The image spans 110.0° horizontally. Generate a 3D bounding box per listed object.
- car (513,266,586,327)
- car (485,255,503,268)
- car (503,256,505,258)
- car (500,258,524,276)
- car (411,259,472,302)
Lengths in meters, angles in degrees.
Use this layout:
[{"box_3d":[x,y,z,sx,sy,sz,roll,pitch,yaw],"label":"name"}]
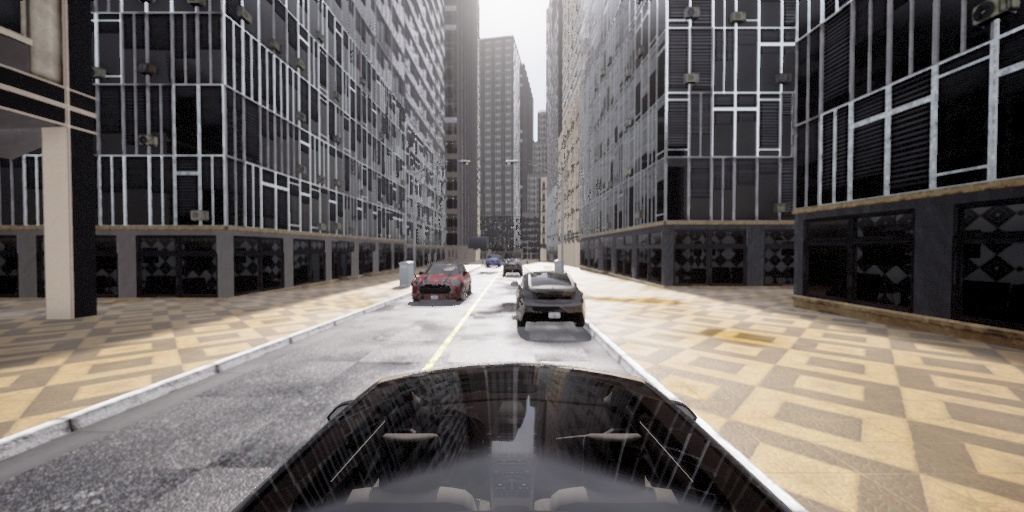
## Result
[{"box_3d":[1.060,1.223,11.330,1.837,1.490,4.892,0,0,0],"label":"car"},{"box_3d":[-3.022,0.810,57.889,2.150,2.045,5.566,0,0,0],"label":"car"},{"box_3d":[0.100,1.099,49.404,2.128,1.511,4.902,0,0,0],"label":"car"},{"box_3d":[0.087,1.148,35.278,1.837,1.490,4.892,0,0,1],"label":"car"},{"box_3d":[-3.085,1.052,16.524,2.097,1.767,4.553,0,0,0],"label":"car"}]
